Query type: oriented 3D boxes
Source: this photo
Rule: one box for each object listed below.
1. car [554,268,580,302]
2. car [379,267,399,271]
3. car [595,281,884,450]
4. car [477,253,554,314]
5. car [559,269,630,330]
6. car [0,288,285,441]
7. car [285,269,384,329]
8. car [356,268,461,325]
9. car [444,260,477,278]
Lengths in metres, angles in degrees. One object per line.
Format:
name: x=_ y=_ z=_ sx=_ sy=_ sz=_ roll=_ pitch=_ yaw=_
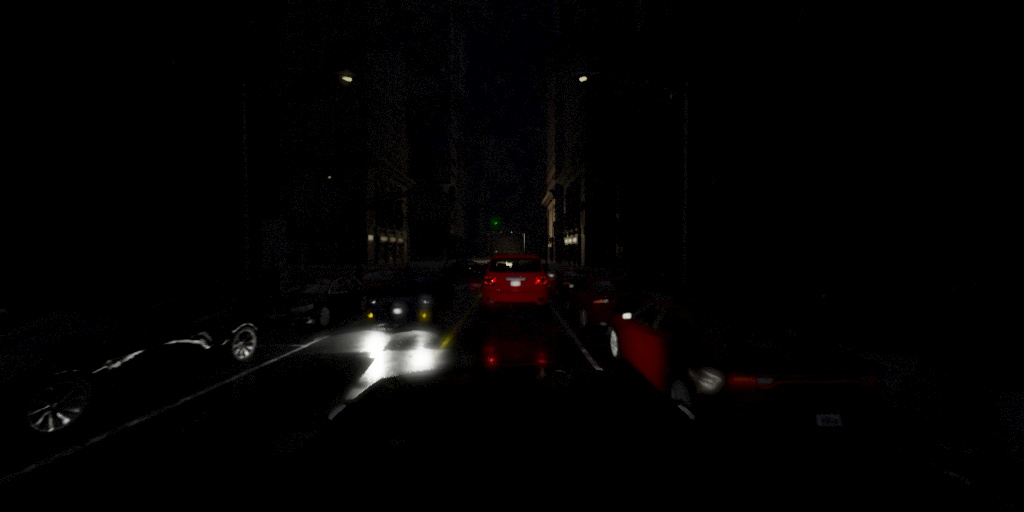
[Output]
car: x=2.758 y=1.216 z=16.356 sx=1.888 sy=1.381 sz=4.507 roll=0 pitch=0 yaw=0
car: x=-5.768 y=1.216 z=16.354 sx=1.888 sy=1.381 sz=4.507 roll=0 pitch=0 yaw=0
car: x=2.760 y=1.275 z=5.345 sx=1.888 sy=1.381 sz=4.507 roll=0 pitch=0 yaw=0
car: x=0.108 y=0.907 z=13.469 sx=2.150 sy=2.045 sz=5.566 roll=0 pitch=0 yaw=0
car: x=2.759 y=1.245 z=10.851 sx=1.888 sy=1.381 sz=4.507 roll=0 pitch=0 yaw=0
car: x=-5.765 y=1.296 z=5.344 sx=1.948 sy=1.339 sz=4.313 roll=0 pitch=0 yaw=0
car: x=-5.766 y=1.251 z=10.849 sx=2.007 sy=1.370 sz=4.403 roll=0 pitch=0 yaw=0
car: x=-3.028 y=1.261 z=11.502 sx=1.994 sy=1.385 sz=4.181 roll=0 pitch=0 yaw=0
car: x=-4.200 y=1.094 z=30.877 sx=1.812 sy=1.442 sz=4.674 roll=1 pitch=1 yaw=-43
